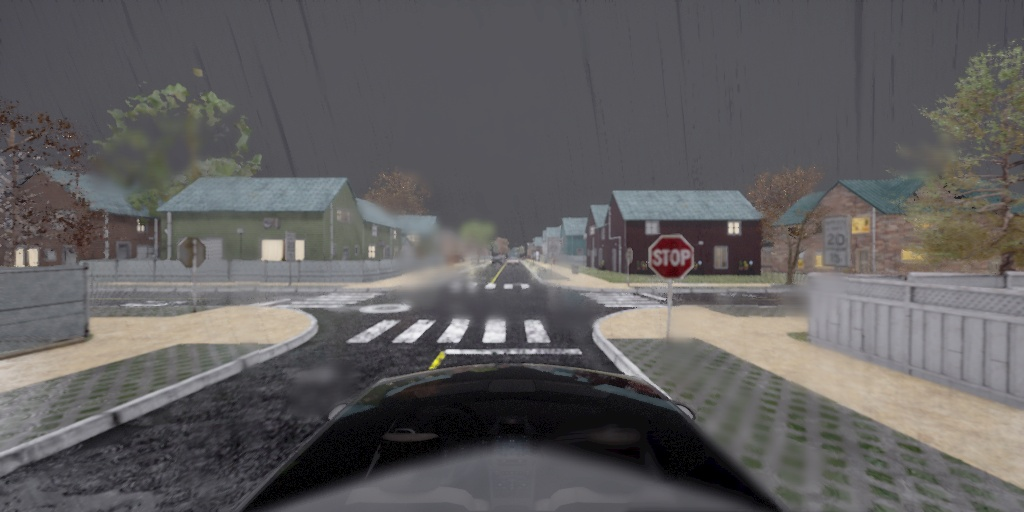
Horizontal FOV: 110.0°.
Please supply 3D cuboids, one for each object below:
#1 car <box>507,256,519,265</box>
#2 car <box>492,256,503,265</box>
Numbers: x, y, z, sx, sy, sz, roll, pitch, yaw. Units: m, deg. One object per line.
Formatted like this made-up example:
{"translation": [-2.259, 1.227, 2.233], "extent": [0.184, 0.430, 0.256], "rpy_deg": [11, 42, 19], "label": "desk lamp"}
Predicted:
{"translation": [0.161, 0.853, 58.929], "extent": [1.895, 1.301, 4.718], "rpy_deg": [0, 0, 0], "label": "car"}
{"translation": [-2.575, 0.776, 63.492], "extent": [2.033, 1.411, 5.357], "rpy_deg": [0, 0, 0], "label": "car"}
